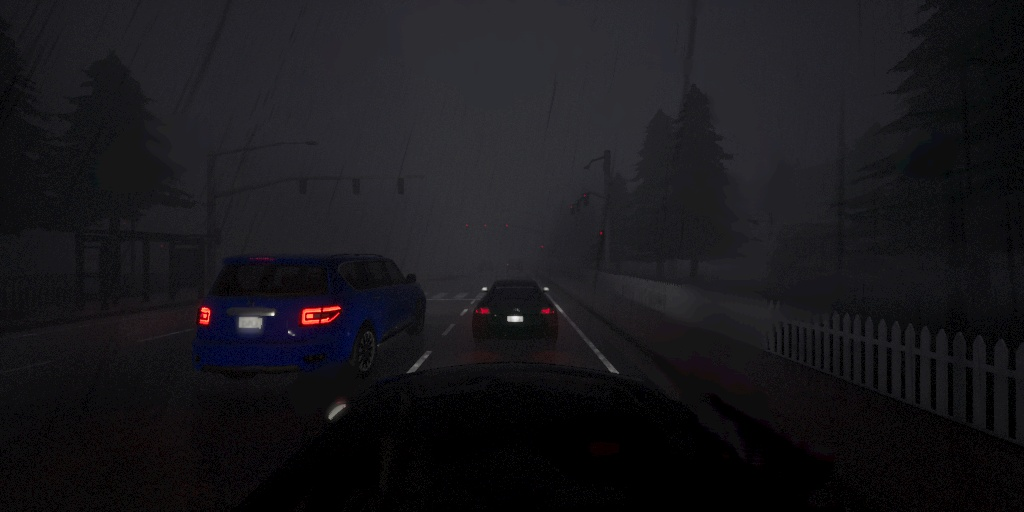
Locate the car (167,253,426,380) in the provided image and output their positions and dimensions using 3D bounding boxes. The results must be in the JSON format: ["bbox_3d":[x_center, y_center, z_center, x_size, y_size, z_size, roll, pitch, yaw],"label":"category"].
[{"bbox_3d":[-3.403,0.972,7.385,2.150,2.045,5.566,0,0,0],"label":"car"}]

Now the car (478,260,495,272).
[{"bbox_3d":[-3.216,1.244,45.220,2.128,1.511,4.902,0,0,0],"label":"car"}]

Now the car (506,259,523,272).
[{"bbox_3d":[0.286,1.102,45.405,2.097,1.767,4.553,0,0,0],"label":"car"}]

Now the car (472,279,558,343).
[{"bbox_3d":[0.091,1.314,9.664,1.994,1.385,4.181,0,0,1],"label":"car"}]
